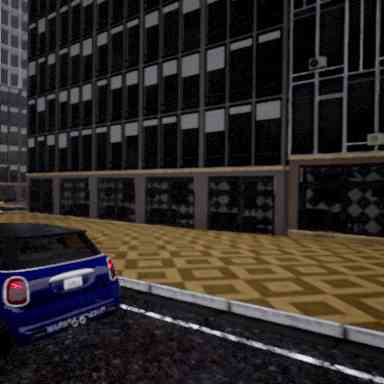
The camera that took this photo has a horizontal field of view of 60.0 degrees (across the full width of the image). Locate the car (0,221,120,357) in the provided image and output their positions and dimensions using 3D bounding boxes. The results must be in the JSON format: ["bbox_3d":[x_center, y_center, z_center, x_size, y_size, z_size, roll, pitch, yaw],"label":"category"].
[{"bbox_3d":[-3.480,1.345,6.138,4.553,1.767,2.097,0,0,36],"label":"car"}]

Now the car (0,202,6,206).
[{"bbox_3d":[-28.942,1.579,46.862,1.752,1.417,4.829,1,0,36],"label":"car"}]
